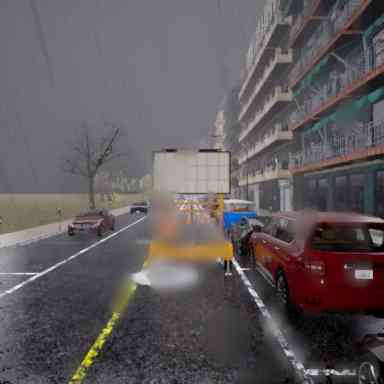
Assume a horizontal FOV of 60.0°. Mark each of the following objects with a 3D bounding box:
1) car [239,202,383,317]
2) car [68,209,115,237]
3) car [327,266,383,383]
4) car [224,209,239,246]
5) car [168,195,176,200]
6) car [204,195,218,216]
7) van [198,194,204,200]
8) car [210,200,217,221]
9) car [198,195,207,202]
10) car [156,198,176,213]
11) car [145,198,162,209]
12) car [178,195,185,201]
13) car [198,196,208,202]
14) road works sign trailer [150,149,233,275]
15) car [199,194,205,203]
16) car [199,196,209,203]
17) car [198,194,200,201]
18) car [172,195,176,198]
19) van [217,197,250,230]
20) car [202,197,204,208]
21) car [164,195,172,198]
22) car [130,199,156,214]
[{"bbox_3d":[2.570,1.317,7.361,2.192,1.841,5.009,1,0,0],"label":"car"},{"bbox_3d":[-5.325,1.586,18.163,1.802,1.307,4.206,1,0,0],"label":"car"},{"bbox_3d":[2.573,1.566,1.699,1.947,1.339,4.313,1,0,0],"label":"car"},{"bbox_3d":[2.561,1.569,13.021,1.947,1.339,4.313,1,0,0],"label":"car"},{"bbox_3d":[-5.405,1.579,91.665,2.008,1.369,4.403,1,0,0],"label":"car"},{"bbox_3d":[2.545,1.321,30.005,2.192,1.841,5.009,1,0,0],"label":"car"},{"bbox_3d":[2.477,1.369,92.276,1.690,1.788,3.998,1,0,0],"label":"van"},{"bbox_3d":[2.549,1.530,24.514,1.752,1.417,4.829,1,0,0],"label":"car"},{"bbox_3d":[2.488,1.463,80.954,1.967,1.590,4.097,1,0,0],"label":"car"},{"bbox_3d":[-2.889,1.608,36.618,1.895,1.301,4.718,0,0,0],"label":"car"},{"bbox_3d":[-5.356,1.592,46.433,1.802,1.307,4.206,1,0,0],"label":"car"},{"bbox_3d":[-2.847,1.576,90.408,2.033,1.411,5.357,0,0,0],"label":"car"},{"bbox_3d":[2.493,1.571,75.293,2.008,1.369,4.403,1,0,0],"label":"car"},{"bbox_3d":[-0.010,0.466,10.405,2.380,3.560,2.880,0,0,0],"label":"road works sign trailer"},{"bbox_3d":[2.527,1.325,46.988,2.192,1.841,5.009,1,0,0],"label":"car"},{"bbox_3d":[2.500,1.544,69.802,1.752,1.417,4.829,1,0,0],"label":"car"},{"bbox_3d":[2.506,1.542,64.141,1.752,1.417,4.829,1,0,0],"label":"car"},{"bbox_3d":[-5.399,1.576,86.011,2.008,1.369,4.403,1,0,0],"label":"car"},{"bbox_3d":[2.557,1.345,18.683,1.690,1.788,3.998,1,0,0],"label":"van"},{"bbox_3d":[2.530,1.591,41.327,1.802,1.307,4.206,1,0,0],"label":"car"},{"bbox_3d":[-5.374,1.541,63.225,1.752,1.417,4.829,1,0,0],"label":"car"},{"bbox_3d":[-5.343,1.573,35.125,1.947,1.339,4.313,1,0,0],"label":"car"}]
